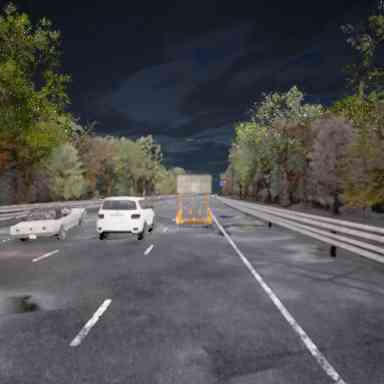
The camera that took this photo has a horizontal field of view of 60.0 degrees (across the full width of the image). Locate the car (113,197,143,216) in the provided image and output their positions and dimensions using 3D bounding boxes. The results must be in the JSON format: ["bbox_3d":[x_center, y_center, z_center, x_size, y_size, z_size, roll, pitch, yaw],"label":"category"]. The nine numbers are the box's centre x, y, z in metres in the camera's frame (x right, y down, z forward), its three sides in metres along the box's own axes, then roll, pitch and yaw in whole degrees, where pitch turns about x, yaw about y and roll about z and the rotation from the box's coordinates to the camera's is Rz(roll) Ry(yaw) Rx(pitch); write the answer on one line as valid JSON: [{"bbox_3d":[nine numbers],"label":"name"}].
[{"bbox_3d":[-6.549,1.433,34.385,2.097,1.767,4.553,0,0,1],"label":"car"}]

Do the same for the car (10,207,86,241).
[{"bbox_3d":[-6.834,1.386,16.444,1.895,1.301,4.718,-4,6,1],"label":"car"}]

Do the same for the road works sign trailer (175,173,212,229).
[{"bbox_3d":[0.141,0.538,22.040,2.380,3.560,2.880,0,0,2],"label":"road works sign trailer"}]

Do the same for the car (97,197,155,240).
[{"bbox_3d":[-3.305,1.269,17.521,2.150,2.045,5.566,0,0,1],"label":"car"}]
